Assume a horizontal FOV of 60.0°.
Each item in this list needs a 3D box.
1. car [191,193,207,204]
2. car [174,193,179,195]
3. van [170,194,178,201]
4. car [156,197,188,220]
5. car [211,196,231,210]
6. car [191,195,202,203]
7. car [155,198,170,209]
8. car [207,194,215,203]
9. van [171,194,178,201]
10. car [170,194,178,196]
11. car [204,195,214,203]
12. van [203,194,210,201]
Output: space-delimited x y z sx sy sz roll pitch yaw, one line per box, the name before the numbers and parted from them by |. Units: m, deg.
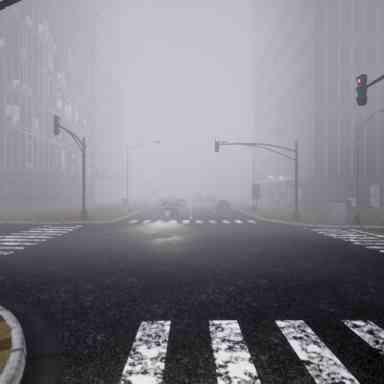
car | 1.131 1.220 62.811 2.150 2.045 5.566 0 0 0
car | -4.373 1.426 74.921 1.967 1.590 4.097 0 0 0
van | -4.414 1.321 80.448 1.690 1.788 3.998 0 0 0
car | -1.810 1.510 28.850 2.128 1.511 4.902 0 0 4
car | 3.799 1.579 41.815 1.947 1.339 4.313 0 0 0
car | 0.957 1.512 73.157 2.128 1.511 4.902 0 0 0
car | -4.171 1.592 47.283 1.802 1.307 4.206 0 0 0
car | 3.588 1.313 63.923 2.192 1.841 5.009 0 0 0
van | -4.454 1.315 85.976 1.690 1.788 3.998 0 0 0
car | -4.292 1.564 63.866 1.947 1.339 4.313 0 0 0
car | 3.548 1.432 69.452 1.967 1.590 4.097 0 0 0
van | 3.466 1.321 80.506 1.690 1.788 3.998 0 0 0
